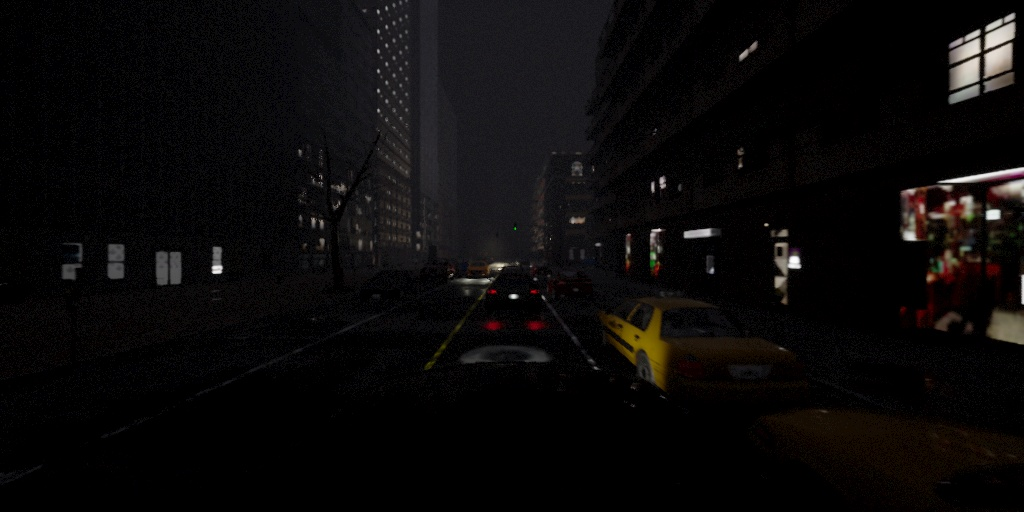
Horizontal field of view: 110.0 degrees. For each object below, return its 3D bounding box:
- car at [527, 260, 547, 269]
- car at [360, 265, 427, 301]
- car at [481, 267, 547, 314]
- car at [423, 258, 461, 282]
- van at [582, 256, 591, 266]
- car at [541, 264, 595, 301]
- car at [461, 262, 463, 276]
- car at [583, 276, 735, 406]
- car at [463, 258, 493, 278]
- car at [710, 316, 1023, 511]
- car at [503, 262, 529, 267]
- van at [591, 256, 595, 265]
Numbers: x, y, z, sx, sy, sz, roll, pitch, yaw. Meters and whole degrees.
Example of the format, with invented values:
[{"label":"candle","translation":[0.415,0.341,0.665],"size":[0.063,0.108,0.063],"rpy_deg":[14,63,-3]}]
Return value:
[{"label":"car","translation":[2.673,1.269,33.802],"size":[1.888,1.381,4.507],"rpy_deg":[0,0,0]},{"label":"car","translation":[-5.699,1.301,17.231],"size":[1.948,1.339,4.313],"rpy_deg":[0,0,0]},{"label":"car","translation":[0.066,1.302,13.806],"size":[1.994,1.385,4.181],"rpy_deg":[0,0,0]},{"label":"car","translation":[-5.705,1.041,28.276],"size":[2.192,1.841,5.009],"rpy_deg":[0,0,0]},{"label":"van","translation":[13.693,0.828,59.293],"size":[3.998,1.789,1.690],"rpy_deg":[0,0,0]},{"label":"car","translation":[2.681,1.281,17.235],"size":[1.888,1.381,4.507],"rpy_deg":[0,0,0]},{"label":"car","translation":[-5.707,1.289,33.800],"size":[1.948,1.339,4.313],"rpy_deg":[0,0,0]},{"label":"car","translation":[2.686,1.271,6.359],"size":[1.751,1.417,4.829],"rpy_deg":[0,0,0]},{"label":"car","translation":[-3.094,1.201,33.606],"size":[1.882,1.535,5.008],"rpy_deg":[0,0,0]},{"label":"car","translation":[2.690,1.277,0.835],"size":[1.751,1.417,4.829],"rpy_deg":[0,0,0]},{"label":"car","translation":[0.050,1.328,27.346],"size":[1.895,1.301,4.718],"rpy_deg":[0,0,0]},{"label":"van","translation":[13.718,0.870,50.912],"size":[3.998,1.789,1.690],"rpy_deg":[0,0,0]}]
